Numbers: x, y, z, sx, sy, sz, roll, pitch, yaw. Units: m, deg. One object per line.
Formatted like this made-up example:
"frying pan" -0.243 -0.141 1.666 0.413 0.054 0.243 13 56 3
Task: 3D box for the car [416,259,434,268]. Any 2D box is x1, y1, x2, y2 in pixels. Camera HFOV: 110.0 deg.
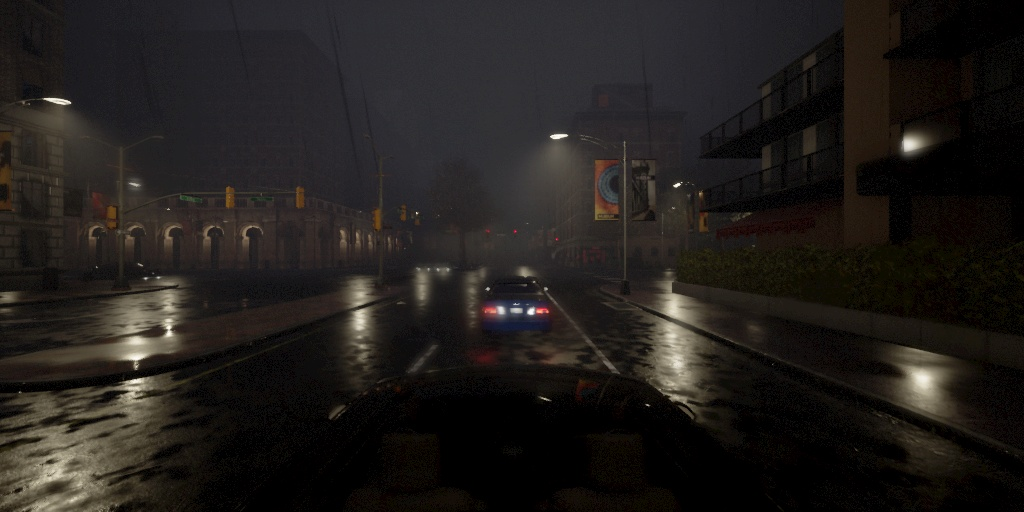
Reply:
"car" -14.527 1.228 61.723 1.882 1.535 5.008 0 0 1

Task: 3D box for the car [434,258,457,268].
"car" -11.060 1.102 59.654 2.097 1.767 4.553 0 0 1

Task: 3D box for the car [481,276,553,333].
"car" 0.145 1.297 10.705 2.033 1.411 5.357 0 0 1

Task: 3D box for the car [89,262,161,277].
"car" -37.191 1.297 34.525 5.357 1.411 2.033 0 0 0
